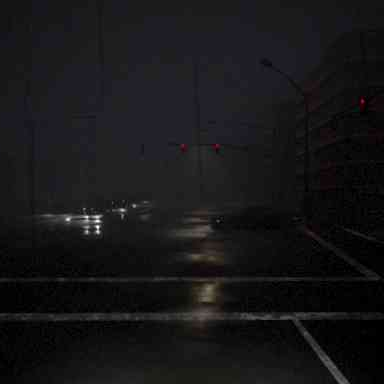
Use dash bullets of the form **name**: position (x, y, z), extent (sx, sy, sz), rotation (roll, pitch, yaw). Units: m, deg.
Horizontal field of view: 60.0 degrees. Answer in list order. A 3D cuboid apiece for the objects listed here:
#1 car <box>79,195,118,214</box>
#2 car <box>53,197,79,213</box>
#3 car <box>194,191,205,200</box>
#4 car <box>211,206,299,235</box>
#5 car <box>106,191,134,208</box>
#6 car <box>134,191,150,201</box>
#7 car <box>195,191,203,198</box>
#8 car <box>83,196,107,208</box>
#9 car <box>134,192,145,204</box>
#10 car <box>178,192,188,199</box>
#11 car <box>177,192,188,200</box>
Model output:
- **car**: position (-9.532, 1.358, 34.327), extent (2.128, 1.511, 4.902), rotation (0, 1, 1)
- **car**: position (-13.020, 1.335, 35.392), extent (1.882, 1.535, 5.008), rotation (0, 1, 1)
- **car**: position (1.452, 0.690, 65.726), extent (2.097, 1.767, 4.553), rotation (0, 1, 1)
- **car**: position (3.378, 1.488, 18.086), extent (4.674, 1.442, 1.812), rotation (0, 0, 0)
- **car**: position (-9.418, 1.092, 43.368), extent (2.097, 1.767, 4.553), rotation (0, 1, 1)
- **car**: position (-9.117, 0.927, 63.548), extent (2.033, 1.411, 5.357), rotation (0, 1, 1)
- **car**: position (1.574, 0.585, 75.771), extent (1.837, 1.490, 4.892), rotation (0, 1, 1)
- **car**: position (-12.912, 1.288, 44.383), extent (1.994, 1.385, 4.181), rotation (0, 1, 0)
- **car**: position (-9.299, 1.115, 53.013), extent (2.033, 1.411, 5.357), rotation (0, 1, 1)
- **car**: position (-1.924, 0.717, 75.859), extent (2.033, 1.411, 5.357), rotation (0, 1, 1)
- **car**: position (-1.958, 0.896, 65.208), extent (2.033, 1.411, 5.357), rotation (0, 1, 1)
